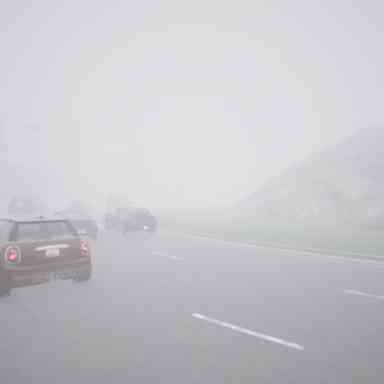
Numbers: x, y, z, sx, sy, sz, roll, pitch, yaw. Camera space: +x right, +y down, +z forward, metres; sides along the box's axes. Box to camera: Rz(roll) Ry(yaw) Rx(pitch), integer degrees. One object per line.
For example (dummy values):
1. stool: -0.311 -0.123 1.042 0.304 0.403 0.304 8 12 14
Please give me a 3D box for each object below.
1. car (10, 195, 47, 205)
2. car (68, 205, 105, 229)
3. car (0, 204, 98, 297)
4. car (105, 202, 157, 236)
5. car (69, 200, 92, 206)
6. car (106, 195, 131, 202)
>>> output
1. car: -15.512 1.292 31.752 2.150 2.045 5.566 0 0 -9
2. car: -6.098 1.576 16.609 1.812 1.442 4.674 0 0 -33
3. car: -4.553 1.373 8.942 2.097 1.767 4.553 1 0 -43
4. car: -3.695 1.584 19.297 1.837 1.490 4.892 0 0 -32
5. car: -12.511 1.623 37.392 1.837 1.490 4.892 0 0 -3
6. car: -9.058 1.381 41.422 2.150 2.045 5.566 0 0 3
